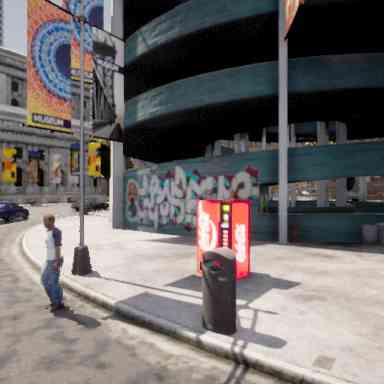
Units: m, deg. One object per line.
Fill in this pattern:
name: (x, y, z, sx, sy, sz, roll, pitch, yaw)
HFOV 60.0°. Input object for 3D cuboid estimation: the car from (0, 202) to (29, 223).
car: (-14.273, 1.518, 25.615, 1.812, 1.442, 4.674, 0, -1, -4)

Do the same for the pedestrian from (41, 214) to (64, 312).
pedestrian: (-2.607, 1.293, 6.236, 0.375, 1.860, 0.375, 0, 0, -44)

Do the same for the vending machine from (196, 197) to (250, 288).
vending machine: (0.792, 1.194, 8.448, 0.880, 2.100, 1.100, 0, 0, 45)

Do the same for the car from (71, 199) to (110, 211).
car: (-12.101, 1.536, 40.024, 2.033, 1.411, 5.357, 0, 0, 24)
